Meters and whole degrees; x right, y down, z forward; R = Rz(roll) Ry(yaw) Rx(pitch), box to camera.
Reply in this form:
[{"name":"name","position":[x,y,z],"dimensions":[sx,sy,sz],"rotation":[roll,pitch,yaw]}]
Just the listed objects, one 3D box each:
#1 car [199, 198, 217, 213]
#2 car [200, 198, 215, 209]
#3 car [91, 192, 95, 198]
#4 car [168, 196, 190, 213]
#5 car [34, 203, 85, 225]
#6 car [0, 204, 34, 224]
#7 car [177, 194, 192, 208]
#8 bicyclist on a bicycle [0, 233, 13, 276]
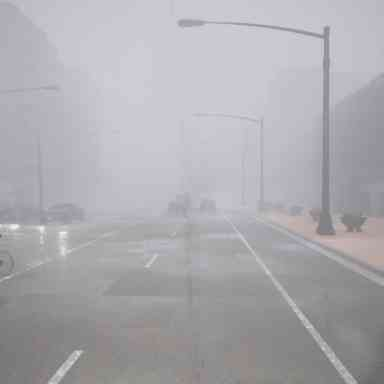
[{"name":"car","position":[1.866,1.606,39.155],"dimensions":[2.128,1.511,4.902],"rotation":[0,0,3]},{"name":"car","position":[2.311,1.647,49.120],"dimensions":[2.128,1.511,4.902],"rotation":[0,0,3]},{"name":"car","position":[-25.657,0.799,82.982],"dimensions":[1.970,1.475,3.806],"rotation":[0,2,3]},{"name":"car","position":[-1.673,1.582,38.503],"dimensions":[1.882,1.535,5.008],"rotation":[0,0,3]},{"name":"car","position":[-9.489,1.558,24.832],"dimensions":[1.812,1.442,4.674],"rotation":[0,0,3]},{"name":"car","position":[-12.899,1.591,25.284],"dimensions":[1.994,1.385,4.181],"rotation":[0,0,3]},{"name":"car","position":[-1.224,1.367,48.548],"dimensions":[2.150,2.045,5.566],"rotation":[0,0,3]},{"name":"bicyclist on a bicycle","position":[-5.559,1.443,8.834],"dimensions":[1.656,1.620,0.582],"rotation":[-2,0,3]}]
